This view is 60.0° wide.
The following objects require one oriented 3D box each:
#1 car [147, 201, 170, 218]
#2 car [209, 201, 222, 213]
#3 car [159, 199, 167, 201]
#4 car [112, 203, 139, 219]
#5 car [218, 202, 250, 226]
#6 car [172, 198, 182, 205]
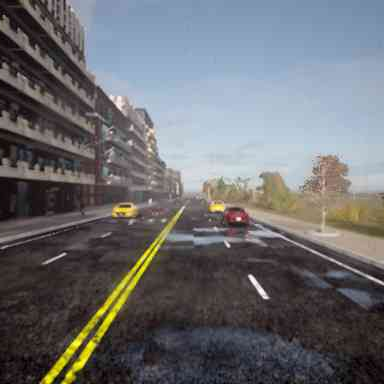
[{"bbox_3d":[-3.343,1.916,33.976,1.994,1.385,4.181,0,-1,0],"label":"car"},{"bbox_3d":[3.347,1.938,44.336,1.882,1.535,5.008,0,0,0],"label":"car"},{"bbox_3d":[-6.506,2.260,75.053,1.994,1.385,4.181,0,-1,0],"label":"car"},{"bbox_3d":[-6.594,1.823,33.375,1.882,1.535,5.008,0,-1,0],"label":"car"},{"bbox_3d":[3.346,1.795,26.121,1.812,1.442,4.674,0,0,0],"label":"car"},{"bbox_3d":[-3.256,2.207,75.054,1.837,1.490,4.892,0,-1,0],"label":"car"}]
